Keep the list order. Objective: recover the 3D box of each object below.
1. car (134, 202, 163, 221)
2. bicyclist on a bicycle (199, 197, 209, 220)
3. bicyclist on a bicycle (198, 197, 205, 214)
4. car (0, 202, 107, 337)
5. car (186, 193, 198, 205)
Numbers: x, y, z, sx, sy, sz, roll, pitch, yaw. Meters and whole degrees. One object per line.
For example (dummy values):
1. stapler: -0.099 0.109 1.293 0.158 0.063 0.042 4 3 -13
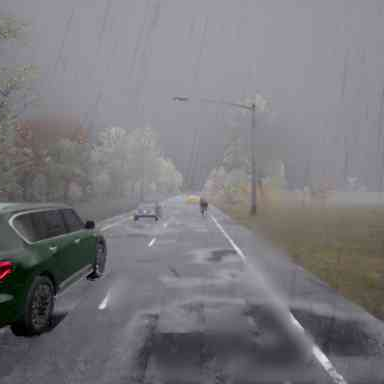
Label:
1. car: -3.401 1.471 26.500 2.033 1.411 5.357 0 0 0
2. bicyclist on a bicycle: 0.966 1.299 25.054 0.659 1.776 1.843 0 0 0
3. bicyclist on a bicycle: 0.966 1.356 33.844 0.582 1.620 1.656 0 0 0
4. car: -3.399 1.202 6.739 2.150 2.045 5.566 0 0 0
5. car: 0.069 1.316 56.984 1.882 1.535 5.008 0 0 0
